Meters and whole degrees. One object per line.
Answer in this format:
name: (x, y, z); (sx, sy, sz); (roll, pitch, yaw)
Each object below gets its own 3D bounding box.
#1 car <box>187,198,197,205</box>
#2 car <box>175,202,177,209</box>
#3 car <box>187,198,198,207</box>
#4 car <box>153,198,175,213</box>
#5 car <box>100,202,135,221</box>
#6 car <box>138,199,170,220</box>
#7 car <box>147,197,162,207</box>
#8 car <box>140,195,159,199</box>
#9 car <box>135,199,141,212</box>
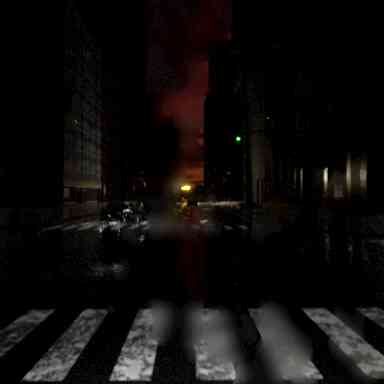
car: (0.027, 1.990, 70.495); (1.994, 1.385, 4.181); (0, 0, 0)
car: (-3.350, 1.867, 49.741); (1.994, 1.385, 4.181); (0, 0, 1)
car: (0.067, 1.914, 60.168); (2.033, 1.411, 5.357); (0, 0, 0)
car: (-3.363, 1.767, 39.729); (1.812, 1.442, 4.674); (0, 0, 0)
car: (-6.621, 1.682, 29.160); (1.837, 1.490, 4.892); (0, 0, 1)
car: (-3.354, 1.662, 30.449); (1.882, 1.535, 5.008); (0, 0, 0)
car: (-6.574, 1.709, 58.597); (2.097, 1.767, 4.553); (0, 0, 0)
car: (-6.605, 1.516, 48.336); (2.150, 2.045, 5.566); (0, 0, 0)
car: (-6.609, 1.834, 38.423); (1.895, 1.301, 4.718); (0, 0, 0)
